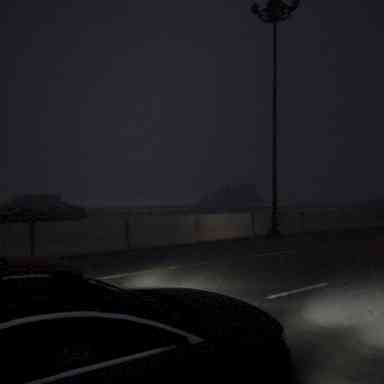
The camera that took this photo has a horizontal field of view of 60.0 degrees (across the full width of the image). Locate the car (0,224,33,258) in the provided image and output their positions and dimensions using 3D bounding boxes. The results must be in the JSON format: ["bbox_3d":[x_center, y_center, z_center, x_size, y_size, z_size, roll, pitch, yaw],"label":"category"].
[{"bbox_3d":[-4.186,1.466,4.977,5.008,1.535,1.882,0,0,-36],"label":"car"}]

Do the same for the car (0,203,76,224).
[{"bbox_3d":[-8.135,1.464,15.252,4.902,1.511,2.128,0,0,-34],"label":"car"}]

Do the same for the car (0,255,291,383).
[{"bbox_3d":[-1.209,1.486,2.785,4.902,1.511,2.128,0,0,-35],"label":"car"}]

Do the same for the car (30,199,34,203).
[{"bbox_3d":[-9.628,1.453,22.681,4.902,1.511,2.128,0,0,-33],"label":"car"}]

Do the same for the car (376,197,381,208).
[{"bbox_3d":[24.859,1.472,44.606,4.902,1.511,2.128,0,0,-21],"label":"car"}]

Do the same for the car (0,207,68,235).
[{"bbox_3d":[-9.586,1.567,18.516,4.718,1.301,1.895,0,0,-34],"label":"car"}]

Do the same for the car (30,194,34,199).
[{"bbox_3d":[-12.468,1.177,25.018,5.566,2.045,2.150,0,0,-34],"label":"car"}]
